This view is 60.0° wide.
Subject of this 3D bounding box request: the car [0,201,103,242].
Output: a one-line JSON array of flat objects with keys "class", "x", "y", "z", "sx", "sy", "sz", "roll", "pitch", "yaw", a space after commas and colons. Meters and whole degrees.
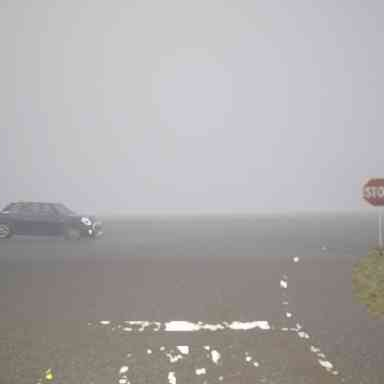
[{"class": "car", "x": -6.485, "y": 1.237, "z": 15.307, "sx": 4.553, "sy": 1.767, "sz": 2.097, "roll": 2, "pitch": -1, "yaw": 0}]
